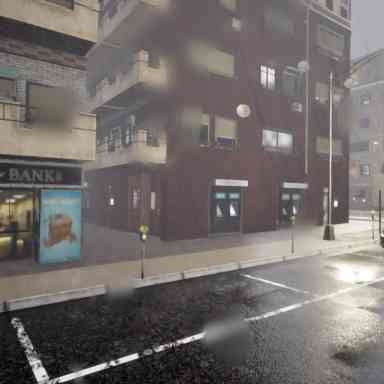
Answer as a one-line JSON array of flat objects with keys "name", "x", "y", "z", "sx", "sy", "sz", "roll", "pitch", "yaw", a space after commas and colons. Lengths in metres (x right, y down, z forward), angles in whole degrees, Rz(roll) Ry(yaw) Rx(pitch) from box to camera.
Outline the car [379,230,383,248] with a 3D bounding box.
[{"name": "car", "x": 9.106, "y": 1.554, "z": 13.147, "sx": 4.403, "sy": 1.369, "sz": 2.008, "roll": 0, "pitch": 1, "yaw": -35}]
